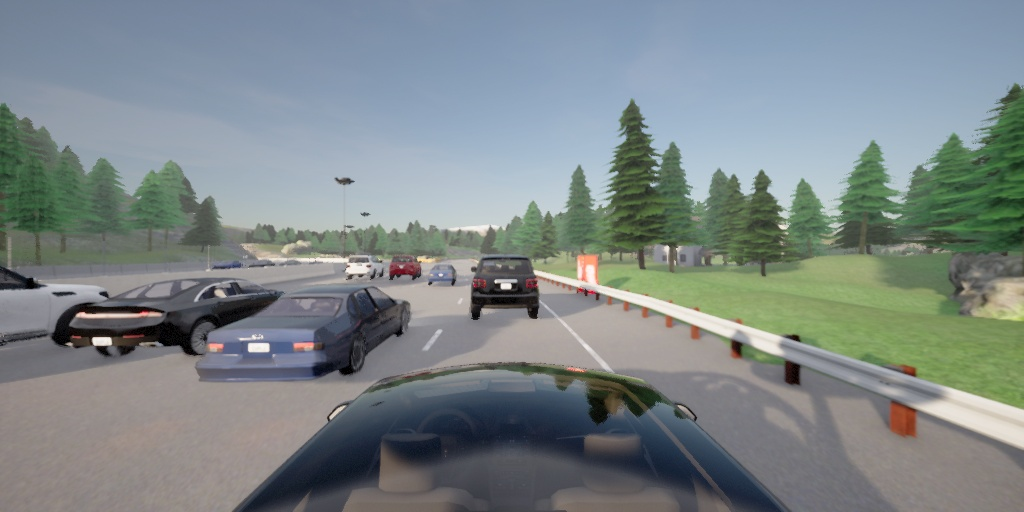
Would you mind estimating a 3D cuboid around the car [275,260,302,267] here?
[{"bbox_3d":[-31.299,1.281,50.993,1.882,1.535,5.008,0,0,-15],"label":"car"}]

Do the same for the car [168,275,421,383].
[{"bbox_3d":[-3.561,1.303,7.427,2.033,1.411,5.357,0,0,-2],"label":"car"}]

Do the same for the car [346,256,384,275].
[{"bbox_3d":[-12.811,0.989,31.523,2.150,2.045,5.566,0,0,-9],"label":"car"}]

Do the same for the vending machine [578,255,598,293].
[{"bbox_3d":[4.173,0.935,19.792,1.100,2.100,0.880,0,0,-5],"label":"vending machine"}]

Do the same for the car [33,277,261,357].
[{"bbox_3d":[-7.133,1.253,8.589,2.128,1.511,4.902,0,0,-2],"label":"car"}]

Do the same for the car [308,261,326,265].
[{"bbox_3d":[-27.722,1.356,51.098,1.994,1.385,4.181,0,0,-14],"label":"car"}]

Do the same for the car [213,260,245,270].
[{"bbox_3d":[-37.737,1.287,47.870,1.882,1.535,5.008,0,0,-14],"label":"car"}]

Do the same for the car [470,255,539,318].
[{"bbox_3d":[-0.330,0.971,13.119,2.150,2.045,5.566,0,0,-3],"label":"car"}]

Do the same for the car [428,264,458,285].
[{"bbox_3d":[-5.003,1.302,26.175,2.033,1.411,5.357,0,0,-7],"label":"car"}]

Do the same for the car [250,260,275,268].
[{"bbox_3d":[-34.652,1.285,49.980,1.882,1.535,5.008,0,0,-15],"label":"car"}]

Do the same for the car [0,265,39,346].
[{"bbox_3d":[-10.530,0.989,6.225,2.150,2.045,5.566,0,0,-1],"label":"car"}]

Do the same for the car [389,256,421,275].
[{"bbox_3d":[-9.247,0.983,31.334,2.150,2.045,5.566,0,0,-8],"label":"car"}]
